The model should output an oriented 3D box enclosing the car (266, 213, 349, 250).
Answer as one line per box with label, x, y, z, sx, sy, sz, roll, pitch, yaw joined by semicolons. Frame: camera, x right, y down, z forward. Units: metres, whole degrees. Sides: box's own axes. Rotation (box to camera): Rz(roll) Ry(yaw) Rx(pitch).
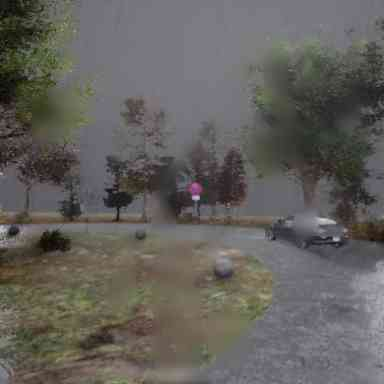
car;5.104;1.699;15.265;1.812;1.442;4.674;1;-1;-14
